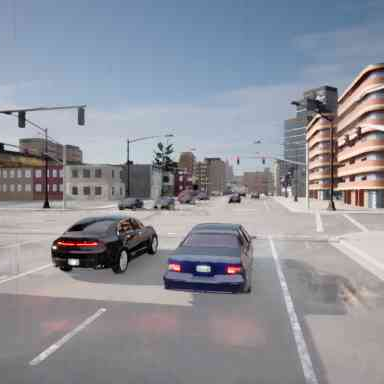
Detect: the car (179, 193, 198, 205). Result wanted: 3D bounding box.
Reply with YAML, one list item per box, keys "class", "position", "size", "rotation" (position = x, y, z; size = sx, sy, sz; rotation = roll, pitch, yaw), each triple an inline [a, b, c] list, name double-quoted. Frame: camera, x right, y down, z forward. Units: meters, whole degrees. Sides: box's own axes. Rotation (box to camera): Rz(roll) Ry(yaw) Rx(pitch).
- class: "car"
  position: [-0.763, 1.296, 53.500]
  size: [1.837, 1.490, 4.892]
  rotation: [0, 1, 11]

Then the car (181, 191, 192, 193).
- class: "car"
  position: [-1.286, 0.761, 68.544]
  size: [2.150, 2.045, 5.566]
  rotation: [0, 1, 11]

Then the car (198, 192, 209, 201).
- class: "car"
  position: [2.243, 0.883, 68.405]
  size: [2.097, 1.767, 4.553]
  rotation: [0, 1, 11]

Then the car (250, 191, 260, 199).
- class: "car"
  position: [14.335, 0.881, 75.441]
  size: [2.128, 1.511, 4.902]
  rotation: [0, 1, 11]

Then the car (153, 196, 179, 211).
- class: "car"
  position: [-3.324, 1.437, 39.592]
  size: [2.128, 1.511, 4.902]
  rotation: [0, 0, 8]

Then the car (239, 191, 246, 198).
- class: "car"
  position: [12.981, 0.552, 86.719]
  size: [2.097, 1.767, 4.553]
  rotation: [0, 1, 11]

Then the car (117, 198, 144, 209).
- class: "car"
  position: [-7.135, 1.453, 39.393]
  size: [1.837, 1.490, 4.892]
  rotation: [0, 0, 12]

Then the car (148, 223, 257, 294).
- class: "car"
  position: [0.707, 1.547, 8.957]
  size: [2.033, 1.411, 5.357]
  rotation: [0, 0, 11]

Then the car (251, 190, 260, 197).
- class: "car"
  position: [16.337, 0.464, 85.645]
  size: [2.097, 1.767, 4.553]
  rotation: [0, 1, 11]

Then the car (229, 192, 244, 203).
- class: "car"
  position: [7.703, 1.233, 59.300]
  size: [1.994, 1.385, 4.181]
  rotation: [0, 1, 11]

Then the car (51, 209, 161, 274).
- class: "car"
  position: [-2.511, 1.505, 10.700]
  size: [1.837, 1.490, 4.892]
  rotation: [0, 0, 11]

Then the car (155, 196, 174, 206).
- class: "car"
  position: [-4.322, 1.401, 53.547]
  size: [1.895, 1.301, 4.718]
  rotation: [0, 1, 11]
